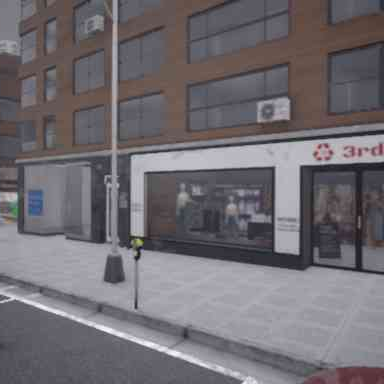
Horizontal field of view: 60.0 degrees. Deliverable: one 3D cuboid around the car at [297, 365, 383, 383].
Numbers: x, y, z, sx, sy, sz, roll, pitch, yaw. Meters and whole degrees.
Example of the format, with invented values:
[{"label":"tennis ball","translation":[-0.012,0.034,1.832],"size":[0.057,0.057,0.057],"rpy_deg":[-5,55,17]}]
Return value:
[{"label":"car","translation":[2.416,1.575,1.349],"size":[4.206,1.307,1.802],"rpy_deg":[0,0,36]}]
